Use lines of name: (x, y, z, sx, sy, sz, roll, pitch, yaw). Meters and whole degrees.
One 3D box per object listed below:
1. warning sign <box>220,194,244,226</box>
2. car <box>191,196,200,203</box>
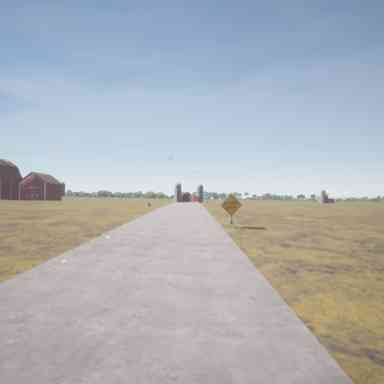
warning sign: (2.430, 1.095, 20.492, 1.300, 1.860, 1.060, -1, -1, 0)
car: (0.956, 1.997, 90.518, 2.150, 2.045, 5.566, 0, -1, 0)
